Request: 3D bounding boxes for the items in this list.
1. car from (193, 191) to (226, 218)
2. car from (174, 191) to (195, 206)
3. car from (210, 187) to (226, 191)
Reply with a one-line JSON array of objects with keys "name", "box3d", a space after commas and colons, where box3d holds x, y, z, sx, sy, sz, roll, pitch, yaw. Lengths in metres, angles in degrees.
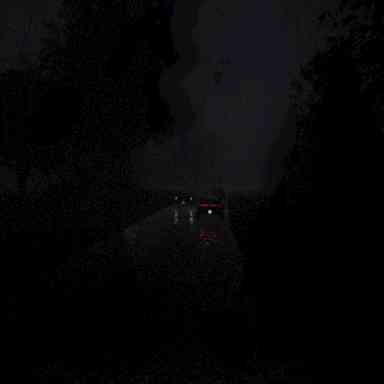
[{"name": "car", "box3d": [1.371, 0.952, 23.905, 1.837, 1.490, 4.892, 0, 2, 5]}, {"name": "car", "box3d": [-0.558, 0.575, 33.426, 1.895, 1.301, 4.718, 2, 3, 6]}, {"name": "car", "box3d": [3.195, 0.085, 41.387, 2.128, 1.511, 4.902, 0, 3, 6]}]
